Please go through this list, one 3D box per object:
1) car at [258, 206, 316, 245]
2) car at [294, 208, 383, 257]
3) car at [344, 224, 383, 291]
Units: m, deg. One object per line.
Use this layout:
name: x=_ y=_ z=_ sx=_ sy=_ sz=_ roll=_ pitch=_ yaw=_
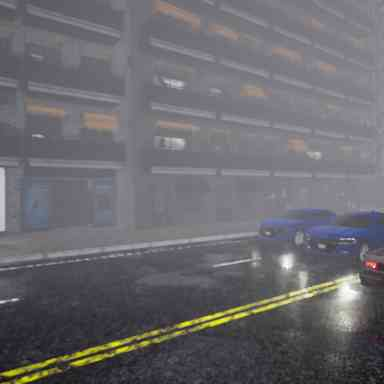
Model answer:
car: x=5.200 y=1.451 z=15.388 sx=5.008 sy=1.535 sz=1.882 roll=0 pitch=0 yaw=-36
car: x=6.173 y=1.453 z=12.089 sx=5.008 sy=1.535 sz=1.882 roll=0 pitch=0 yaw=-36
car: x=6.019 y=1.528 z=7.738 sx=5.357 sy=1.411 sz=2.033 roll=0 pitch=0 yaw=-36
